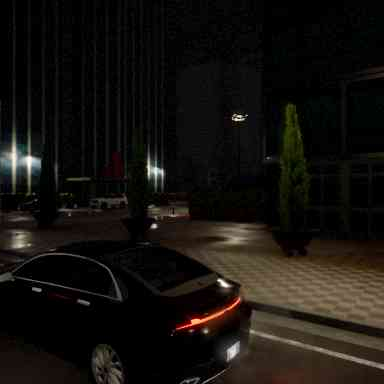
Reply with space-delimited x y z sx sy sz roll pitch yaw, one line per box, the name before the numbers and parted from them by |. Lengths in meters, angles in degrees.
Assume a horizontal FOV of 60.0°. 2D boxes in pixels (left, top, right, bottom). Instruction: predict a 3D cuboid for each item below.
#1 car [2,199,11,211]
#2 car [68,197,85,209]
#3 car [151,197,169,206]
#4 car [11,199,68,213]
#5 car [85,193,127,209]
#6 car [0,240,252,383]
car | -21.024 1.547 37.948 2.033 1.411 5.357 0 0 35
car | -15.373 1.505 45.990 1.837 1.490 4.892 0 0 35
car | -5.549 1.564 53.853 1.994 1.385 4.181 0 0 35
car | -17.077 1.491 37.484 2.128 1.511 4.902 0 0 35
car | -11.355 1.221 45.619 2.150 2.045 5.566 0 0 35
car | -1.513 1.505 5.085 4.892 1.490 1.837 0 0 36
